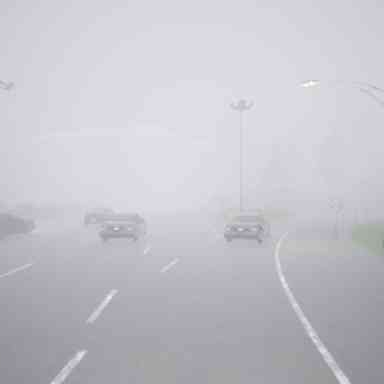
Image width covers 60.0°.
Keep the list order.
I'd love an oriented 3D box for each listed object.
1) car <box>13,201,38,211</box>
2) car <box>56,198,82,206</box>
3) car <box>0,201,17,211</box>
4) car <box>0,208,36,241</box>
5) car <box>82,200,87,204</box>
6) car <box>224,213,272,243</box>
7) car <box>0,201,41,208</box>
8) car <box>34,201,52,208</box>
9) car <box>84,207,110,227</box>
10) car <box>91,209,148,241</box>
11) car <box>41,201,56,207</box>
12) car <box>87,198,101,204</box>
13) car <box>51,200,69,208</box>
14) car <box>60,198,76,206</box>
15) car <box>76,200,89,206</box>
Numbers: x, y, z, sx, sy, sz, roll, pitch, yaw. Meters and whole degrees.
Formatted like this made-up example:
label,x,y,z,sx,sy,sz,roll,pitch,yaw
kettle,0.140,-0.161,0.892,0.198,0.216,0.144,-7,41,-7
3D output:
label,x,y,z,sx,sy,sz,roll,pitch,yaw
car,-28.696,2.335,57.463,1.882,1.535,5.008,0,-1,0
car,-21.717,2.380,58.894,1.882,1.535,5.008,0,-1,0
car,-32.182,2.368,57.181,1.812,1.442,4.674,0,-1,0
car,-10.632,1.818,18.327,2.033,1.411,5.357,0,-1,-1
car,-25.361,2.724,73.342,1.895,1.301,4.718,0,-1,-1
car,3.133,1.855,18.017,2.033,1.411,5.357,0,-1,19
car,-21.582,2.171,41.832,2.033,1.411,5.357,0,-1,0
car,-32.348,2.613,72.199,1.812,1.442,4.674,0,-1,-1
car,-7.226,1.942,26.591,1.812,1.442,4.674,0,-1,-1
car,-3.633,1.840,18.365,2.033,1.411,5.357,0,-1,-1
car,-25.207,2.446,58.360,1.994,1.385,4.181,0,-1,0
car,-21.873,2.383,74.487,2.150,2.045,5.566,0,-1,-1
car,-28.854,2.633,72.751,2.128,1.511,4.902,0,-1,-1
car,-32.521,2.549,87.456,2.150,2.045,5.566,0,-1,-1
car,-29.032,2.872,88.320,1.812,1.442,4.674,0,-1,-1
